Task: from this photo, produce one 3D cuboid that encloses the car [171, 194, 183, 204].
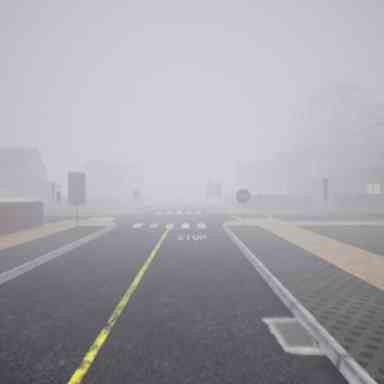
[{"bbox_3d":[-2.759,1.197,61.166,2.097,1.767,4.553,0,0,0],"label":"car"}]
